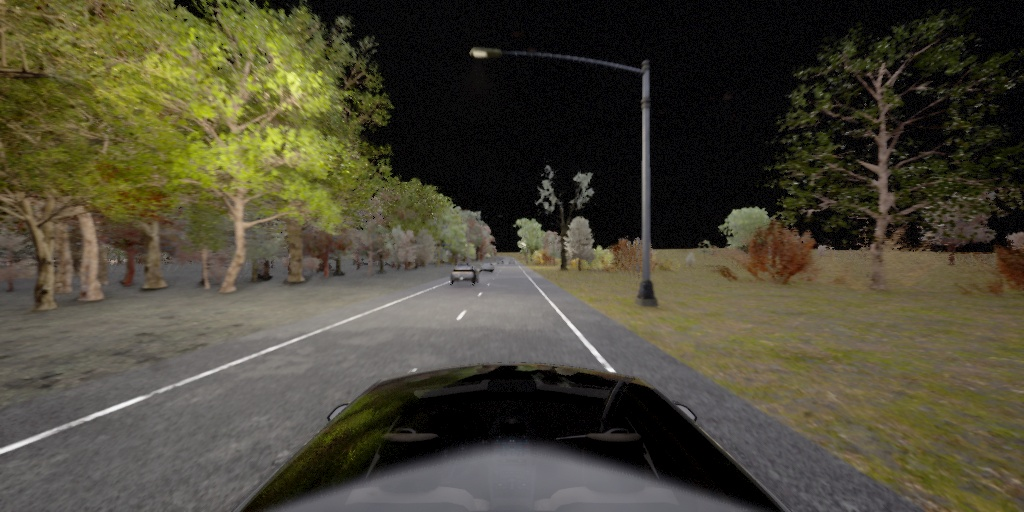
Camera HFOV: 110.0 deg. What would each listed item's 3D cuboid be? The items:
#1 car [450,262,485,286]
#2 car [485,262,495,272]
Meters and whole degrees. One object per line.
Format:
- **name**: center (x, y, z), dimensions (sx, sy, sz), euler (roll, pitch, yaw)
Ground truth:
- **car**: center (-3.512, 1.396, 27.451), dimensions (2.128, 1.511, 4.902), euler (0, 0, 0)
- **car**: center (-3.522, 1.595, 50.709), dimensions (1.994, 1.385, 4.181), euler (0, 0, 0)
